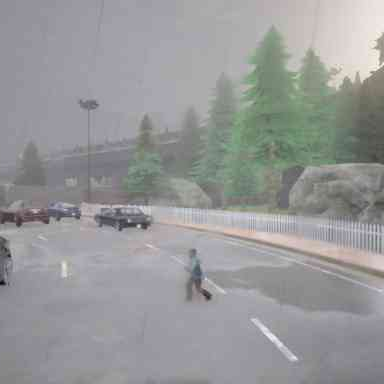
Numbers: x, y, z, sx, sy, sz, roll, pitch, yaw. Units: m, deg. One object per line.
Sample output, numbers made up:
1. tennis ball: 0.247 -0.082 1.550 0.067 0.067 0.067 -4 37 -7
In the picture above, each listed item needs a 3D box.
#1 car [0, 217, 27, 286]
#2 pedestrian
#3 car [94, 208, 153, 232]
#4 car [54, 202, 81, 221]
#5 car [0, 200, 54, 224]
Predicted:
1. car: -4.860 1.491 6.382 2.128 1.511 4.902 0 0 -17
2. pedestrian: 0.085 1.674 6.714 0.500 1.100 0.500 0 0 -14
3. car: -4.324 1.601 20.405 1.895 1.301 4.718 0 0 -37
4. car: -10.733 1.526 27.223 1.812 1.442 4.674 0 0 -45
5. car: -11.966 1.351 23.650 4.553 1.767 2.097 0 0 44
